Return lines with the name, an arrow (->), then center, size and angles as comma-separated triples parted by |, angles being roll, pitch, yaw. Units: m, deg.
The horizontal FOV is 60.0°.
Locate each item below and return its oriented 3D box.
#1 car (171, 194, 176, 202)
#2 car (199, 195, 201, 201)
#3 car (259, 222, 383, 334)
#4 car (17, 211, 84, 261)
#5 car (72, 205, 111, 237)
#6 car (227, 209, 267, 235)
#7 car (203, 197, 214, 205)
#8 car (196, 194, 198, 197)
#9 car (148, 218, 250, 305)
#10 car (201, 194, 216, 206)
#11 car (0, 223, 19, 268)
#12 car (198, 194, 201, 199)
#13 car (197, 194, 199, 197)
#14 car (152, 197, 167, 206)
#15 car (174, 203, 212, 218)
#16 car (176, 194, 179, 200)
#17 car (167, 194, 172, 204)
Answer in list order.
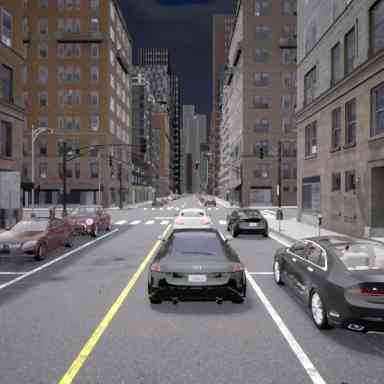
car -> -5.510, 1.626, 81.686 | 1.752, 1.417, 4.829 | 0, 0, 0
car -> 2.971, 1.607, 65.610 | 2.008, 1.369, 4.403 | 0, 0, 0
car -> 2.861, 1.551, 6.700 | 2.008, 1.369, 4.403 | 0, 0, 0
car -> -5.659, 1.582, 12.209 | 1.802, 1.307, 4.206 | 0, 0, 0
car -> -5.654, 1.441, 17.711 | 1.967, 1.590, 4.097 | 0, 0, 0
car -> 2.872, 1.567, 17.702 | 1.947, 1.339, 4.313 | 0, 0, 0
car -> 2.956, 1.571, 60.372 | 1.752, 1.417, 4.829 | 0, 0, 0
car -> 3.043, 1.457, 92.656 | 2.192, 1.841, 5.009 | 0, 0, 0
car -> 0.090, 1.564, 8.166 | 1.994, 1.385, 4.181 | 0, 0, 0
car -> 2.940, 1.476, 54.793 | 1.967, 1.590, 4.097 | 0, 0, 0
car -> -5.664, 1.566, 6.708 | 1.947, 1.339, 4.313 | 0, 0, 0
car -> 2.999, 1.524, 76.428 | 1.967, 1.590, 4.097 | 0, 0, 0
car -> 3.029, 1.561, 87.246 | 1.967, 1.590, 4.097 | 0, 0, 0
car -> -5.584, 1.618, 54.814 | 1.802, 1.307, 4.206 | 0, 0, 0
car -> 0.050, 1.526, 16.925 | 1.812, 1.442, 4.674 | 0, 0, 1
car -> -5.481, 1.457, 92.674 | 2.192, 1.841, 5.009 | 0, 0, 0
car -> -5.554, 1.607, 65.630 | 2.008, 1.369, 4.403 | 0, 0, 0
